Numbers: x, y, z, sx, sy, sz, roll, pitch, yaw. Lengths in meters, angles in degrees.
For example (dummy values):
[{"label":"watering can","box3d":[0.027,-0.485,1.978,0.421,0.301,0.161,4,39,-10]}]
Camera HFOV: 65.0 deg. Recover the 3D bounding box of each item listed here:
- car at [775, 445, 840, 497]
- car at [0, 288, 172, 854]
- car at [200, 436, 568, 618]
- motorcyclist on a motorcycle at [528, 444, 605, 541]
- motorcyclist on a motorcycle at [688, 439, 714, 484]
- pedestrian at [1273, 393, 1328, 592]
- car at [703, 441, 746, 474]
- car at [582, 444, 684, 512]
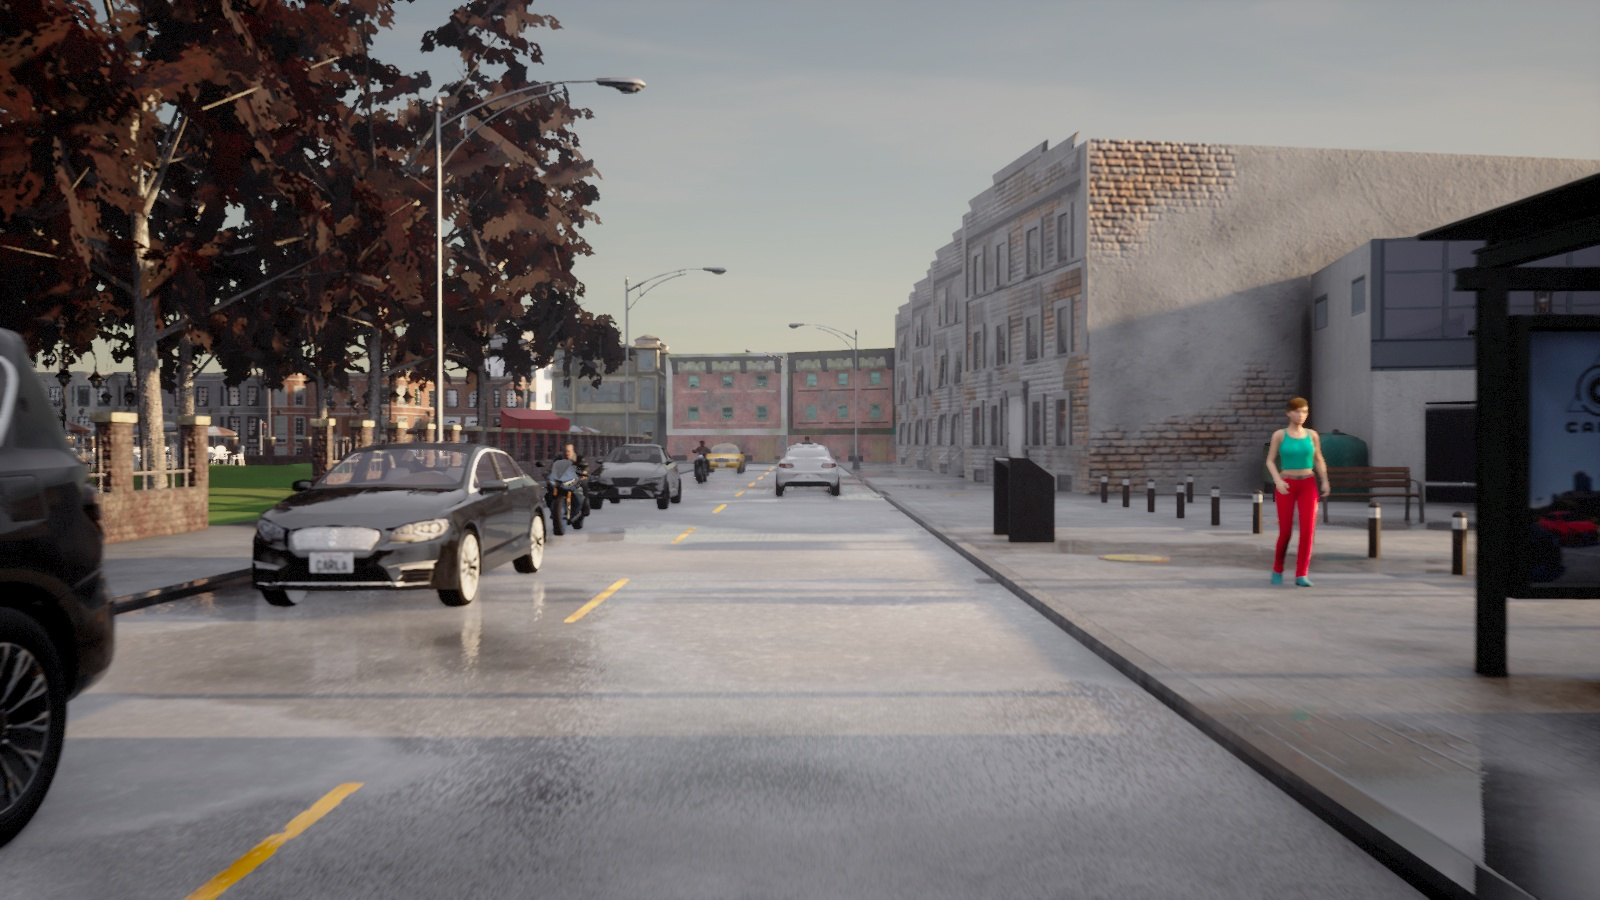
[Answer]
[{"label":"car","box3d":[0.220,0.563,37.214,1.812,1.442,4.674,0,0,0]},{"label":"car","box3d":[-3.971,0.445,2.986,2.150,2.045,5.566,0,0,0]},{"label":"car","box3d":[-3.911,0.627,12.887,2.128,1.511,4.902,0,0,0]},{"label":"motorcyclist on a motorcycle","box3d":[-3.865,0.660,20.935,0.866,1.530,2.191,0,0,0]},{"label":"motorcyclist on a motorcycle","box3d":[-3.735,0.426,47.548,0.766,1.649,2.350,0,0,0]},{"label":"pedestrian","box3d":[4.744,0.389,11.925,0.345,1.836,0.594,0,0,8]},{"label":"car","box3d":[-3.673,0.334,61.788,1.801,1.575,5.366,0,0,0]},{"label":"car","box3d":[-3.818,0.591,29.391,1.816,1.474,4.193,0,0,0]}]
